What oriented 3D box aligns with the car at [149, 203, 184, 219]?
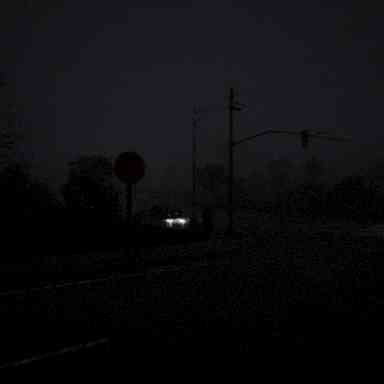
[{"bbox_3d":[-2.423,1.715,31.103,1.994,1.385,4.181,1,0,-32],"label":"car"}]
